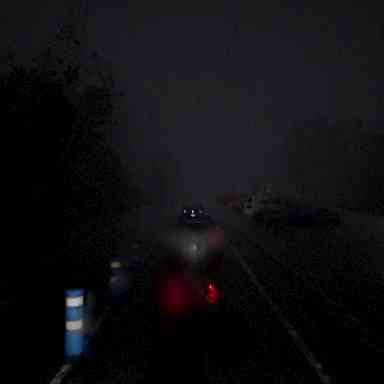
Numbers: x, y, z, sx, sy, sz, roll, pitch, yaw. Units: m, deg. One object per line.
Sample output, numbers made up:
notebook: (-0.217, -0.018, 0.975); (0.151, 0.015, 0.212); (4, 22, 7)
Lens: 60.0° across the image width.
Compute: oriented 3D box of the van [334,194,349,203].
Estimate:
van: (20.161, 1.234, 40.363); (4.442, 1.987, 1.878); (0, 0, 0)

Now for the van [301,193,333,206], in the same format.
van: (20.276, 1.228, 54.083); (4.442, 1.987, 1.878); (0, 0, 0)

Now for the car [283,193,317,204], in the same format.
car: (20.201, 1.222, 62.394); (5.566, 2.045, 2.435); (0, 0, 0)

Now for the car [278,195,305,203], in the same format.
car: (20.270, 1.486, 67.934); (5.008, 1.535, 2.097); (0, 0, 0)

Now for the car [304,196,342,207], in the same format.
car: (20.141, 1.447, 51.313); (5.008, 1.535, 2.097); (0, 0, 0)

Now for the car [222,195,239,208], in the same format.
car: (6.780, 1.464, 40.518); (5.366, 1.575, 1.946); (0, 0, 0)

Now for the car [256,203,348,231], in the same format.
car: (6.772, 1.618, 20.964); (4.792, 1.488, 2.163); (0, 0, 0)

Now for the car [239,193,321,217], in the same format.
car: (6.876, 1.301, 26.514); (5.566, 2.045, 2.435); (0, 0, 0)

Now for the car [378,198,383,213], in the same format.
car: (19.764, 1.525, 29.165); (5.366, 1.575, 1.946); (0, 0, 0)

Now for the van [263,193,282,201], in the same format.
van: (20.533, 1.300, 84.679); (4.442, 1.987, 1.878); (0, 0, 0)

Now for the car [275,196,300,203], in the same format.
car: (20.303, 1.533, 70.829); (4.674, 1.452, 2.002); (0, 0, 0)

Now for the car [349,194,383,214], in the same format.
car: (20.025, 1.242, 34.701); (5.566, 2.045, 2.435); (0, 0, 0)

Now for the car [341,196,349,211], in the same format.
car: (19.991, 1.505, 37.472); (4.792, 1.488, 2.163); (0, 0, 0)

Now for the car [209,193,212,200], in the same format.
car: (7.058, 1.503, 73.700); (5.366, 1.575, 1.946); (0, 0, 0)

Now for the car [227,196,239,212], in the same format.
car: (6.732, 1.497, 34.845); (5.366, 1.575, 1.946); (0, 0, 0)

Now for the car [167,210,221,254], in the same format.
car: (0.077, 1.608, 13.465); (1.895, 1.301, 4.718); (0, 0, 0)

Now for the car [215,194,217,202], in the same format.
car: (7.098, 1.503, 59.818); (4.792, 1.488, 2.163); (0, 0, 0)

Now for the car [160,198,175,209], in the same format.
car: (-3.290, 1.520, 45.893); (2.033, 1.411, 5.357); (0, 0, 0)

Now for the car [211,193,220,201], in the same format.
car: (6.988, 1.484, 65.372); (5.366, 1.575, 1.946); (0, 0, 0)

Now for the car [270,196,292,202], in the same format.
car: (20.343, 1.546, 76.243); (4.674, 1.452, 2.002); (0, 0, 0)

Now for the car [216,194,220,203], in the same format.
car: (7.075, 1.497, 57.042); (4.792, 1.488, 2.163); (0, 0, 0)

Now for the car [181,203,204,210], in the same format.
car: (0.086, 1.584, 28.520); (1.895, 1.301, 4.718); (0, 0, 0)

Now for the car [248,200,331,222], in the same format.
car: (6.829, 1.570, 23.740); (5.008, 1.535, 2.097); (0, 0, 0)

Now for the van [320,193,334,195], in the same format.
van: (20.004, 1.217, 48.529); (4.442, 1.987, 1.878); (0, 0, 0)

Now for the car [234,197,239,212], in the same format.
car: (6.900, 1.519, 32.068); (4.892, 1.521, 2.231); (0, 0, 0)

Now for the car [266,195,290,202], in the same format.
car: (20.363, 1.512, 79.015); (5.008, 1.535, 2.097); (0, 0, 0)

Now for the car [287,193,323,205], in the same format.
car: (20.178, 1.215, 59.624); (5.566, 2.045, 2.435); (0, 0, 0)

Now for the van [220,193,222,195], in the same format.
van: (7.197, 1.235, 54.265); (4.442, 1.987, 1.878); (0, 0, 0)

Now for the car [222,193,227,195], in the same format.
car: (7.065, 1.324, 48.716); (4.553, 1.767, 2.185); (0, 0, 0)

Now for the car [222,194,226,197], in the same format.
car: (7.005, 1.451, 45.937); (4.892, 1.521, 2.231); (0, 0, 0)

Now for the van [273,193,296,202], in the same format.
van: (20.440, 1.274, 73.599); (4.442, 1.987, 1.878); (0, 0, 0)

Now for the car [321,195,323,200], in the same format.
car: (20.119, 1.472, 45.776); (4.792, 1.488, 2.163); (0, 0, 0)

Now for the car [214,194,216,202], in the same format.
car: (7.121, 1.510, 62.594); (4.792, 1.488, 2.163); (0, 0, 0)

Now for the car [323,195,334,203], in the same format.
car: (20.096, 1.478, 43.136); (4.792, 1.488, 2.163); (0, 0, 1)

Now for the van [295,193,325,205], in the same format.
van: (20.066, 1.234, 56.855); (4.442, 1.987, 1.878); (0, 0, 0)

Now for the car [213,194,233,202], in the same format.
car: (7.259, 1.394, 79.251); (4.553, 1.767, 2.185); (0, 0, 0)

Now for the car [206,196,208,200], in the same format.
car: (7.412, 1.294, 90.355); (5.566, 2.045, 2.435); (0, 0, 0)

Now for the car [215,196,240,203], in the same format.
car: (7.204, 1.494, 68.146); (4.892, 1.521, 2.231); (0, 0, 0)

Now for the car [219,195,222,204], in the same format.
car: (7.087, 1.484, 51.489); (4.792, 1.488, 2.163); (0, 0, 0)

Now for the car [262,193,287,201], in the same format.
car: (20.365, 1.268, 81.910); (5.566, 2.045, 2.435); (0, 0, 0)

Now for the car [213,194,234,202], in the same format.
car: (7.236, 1.387, 76.475); (4.553, 1.767, 2.185); (0, 0, 0)
